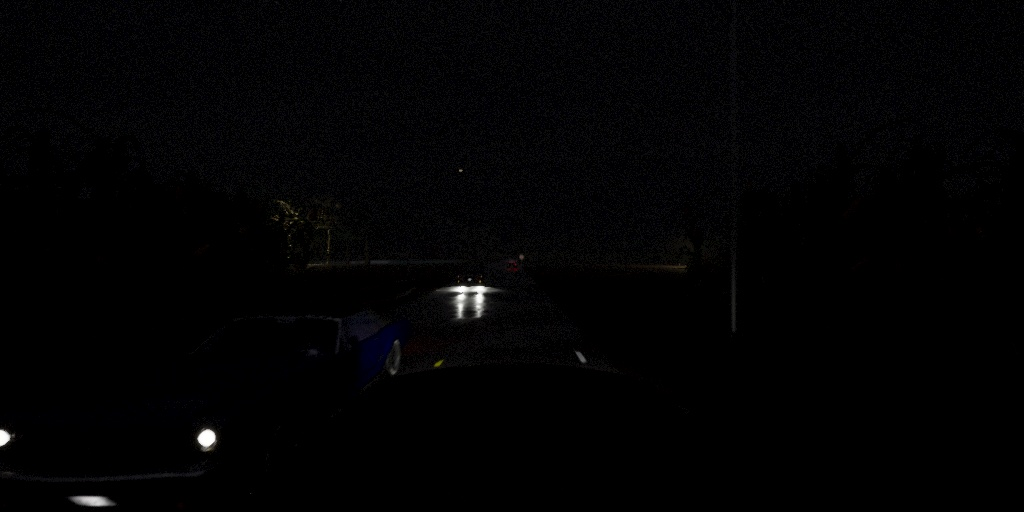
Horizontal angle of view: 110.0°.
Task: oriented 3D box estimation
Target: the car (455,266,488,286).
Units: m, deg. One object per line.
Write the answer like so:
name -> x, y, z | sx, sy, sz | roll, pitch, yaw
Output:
car -> -2.808, 1.379, 25.822 | 1.994, 1.385, 4.181 | 0, 0, 0

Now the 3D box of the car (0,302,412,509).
car -> -2.846, 1.359, 4.641 | 1.895, 1.301, 4.718 | 0, 0, 0

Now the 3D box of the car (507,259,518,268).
car -> 0.016, 1.474, 62.802 | 1.895, 1.301, 4.718 | 0, 0, 0
